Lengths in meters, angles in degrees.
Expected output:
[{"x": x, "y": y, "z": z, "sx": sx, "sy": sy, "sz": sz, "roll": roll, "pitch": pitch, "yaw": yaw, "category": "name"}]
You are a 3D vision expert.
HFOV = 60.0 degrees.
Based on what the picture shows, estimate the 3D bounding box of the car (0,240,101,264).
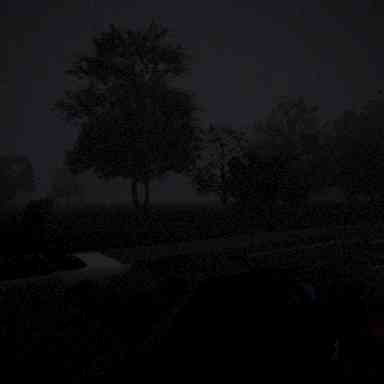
[{"x": -3.533, "y": 1.600, "z": 5.772, "sx": 4.718, "sy": 1.301, "sz": 1.895, "roll": 0, "pitch": 0, "yaw": -36, "category": "car"}]

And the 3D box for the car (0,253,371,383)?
[{"x": 0.067, "y": 1.547, "z": 4.040, "sx": 5.357, "sy": 1.411, "sz": 2.033, "roll": 0, "pitch": 0, "yaw": -36, "category": "car"}]
